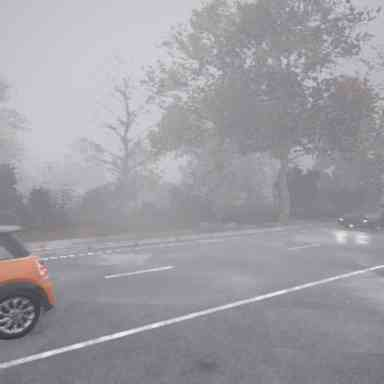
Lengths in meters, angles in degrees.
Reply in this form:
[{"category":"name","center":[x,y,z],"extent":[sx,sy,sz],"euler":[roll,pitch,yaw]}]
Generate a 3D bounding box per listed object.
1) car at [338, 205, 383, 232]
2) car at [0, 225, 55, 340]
[{"category":"car","center":[11.075,1.480,19.923],"extent":[5.357,1.411,2.033],"euler":[0,0,-33]},{"category":"car","center":[-4.575,1.349,4.917],"extent":[4.553,1.767,2.097],"euler":[0,0,-35]}]
